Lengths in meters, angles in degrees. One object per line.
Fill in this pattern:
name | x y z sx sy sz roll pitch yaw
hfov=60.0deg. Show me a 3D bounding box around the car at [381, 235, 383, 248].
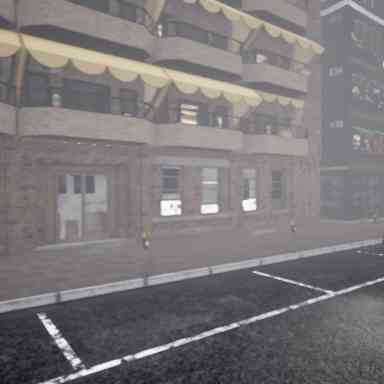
car | 9.109 1.598 13.028 4.206 1.307 1.802 0 -1 -35
